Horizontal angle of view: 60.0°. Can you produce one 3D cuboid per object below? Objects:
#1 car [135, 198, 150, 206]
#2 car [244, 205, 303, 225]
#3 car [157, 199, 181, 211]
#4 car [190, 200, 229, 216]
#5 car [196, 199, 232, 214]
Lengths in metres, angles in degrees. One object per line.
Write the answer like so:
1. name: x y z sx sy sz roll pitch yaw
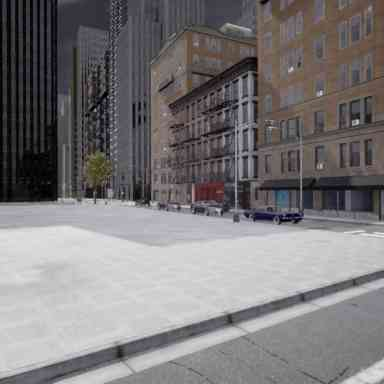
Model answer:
1. car: -9.240 1.815 61.931 1.837 1.490 4.892 0 0 -27
2. car: 6.006 1.686 24.944 1.895 1.301 4.718 0 0 -26
3. car: -3.055 1.689 43.332 2.128 1.511 4.902 0 0 -26
4. car: 1.493 1.630 34.087 2.128 1.511 4.902 0 0 -26
5. car: 2.434 1.652 38.262 1.837 1.490 4.892 0 0 -26
